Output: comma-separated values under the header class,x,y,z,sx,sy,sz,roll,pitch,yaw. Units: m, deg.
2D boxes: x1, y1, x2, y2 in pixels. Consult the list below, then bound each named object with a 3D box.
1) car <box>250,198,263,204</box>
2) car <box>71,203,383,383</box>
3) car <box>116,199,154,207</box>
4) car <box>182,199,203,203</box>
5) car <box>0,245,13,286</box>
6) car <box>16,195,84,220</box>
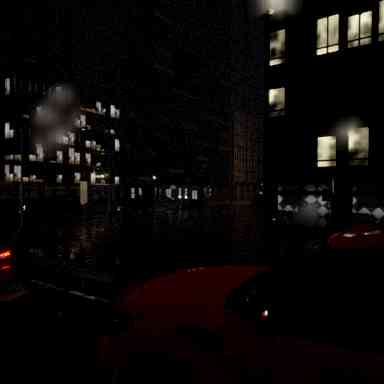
class,x,y,z,sx,sy,sz,roll,pitch,yaw
car,11.628,1.793,55.953,2.033,1.411,5.357,1,0,37
car,1.773,1.222,2.421,5.566,2.045,2.150,0,0,35
car,-6.309,1.595,37.198,2.128,1.511,4.902,1,0,37
car,-0.155,1.676,45.448,1.812,1.442,4.674,1,0,36
car,-6.128,1.522,8.041,4.674,1.442,1.812,0,0,35
car,-12.245,1.280,29.174,2.150,2.045,5.566,1,0,39
